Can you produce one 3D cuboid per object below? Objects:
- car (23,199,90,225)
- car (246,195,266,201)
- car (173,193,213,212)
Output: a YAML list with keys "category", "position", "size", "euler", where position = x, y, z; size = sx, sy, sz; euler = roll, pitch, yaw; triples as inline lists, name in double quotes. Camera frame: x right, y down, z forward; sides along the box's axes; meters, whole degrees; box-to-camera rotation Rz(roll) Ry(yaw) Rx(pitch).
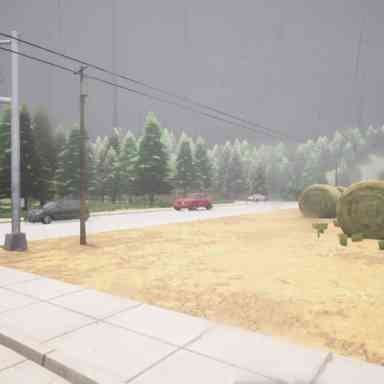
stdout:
- category: "car"
  position: [-9.941, 1.361, 24.630]
  size: [2.097, 1.767, 4.553]
  euler: [0, 0, 37]
- category: "car"
  position: [9.880, 1.010, 51.086]
  size: [1.812, 1.442, 4.674]
  euler: [0, 0, 37]
- category: "car"
  position: [0.219, 1.140, 38.269]
  size: [2.150, 2.045, 5.566]
  euler: [0, 0, 37]
